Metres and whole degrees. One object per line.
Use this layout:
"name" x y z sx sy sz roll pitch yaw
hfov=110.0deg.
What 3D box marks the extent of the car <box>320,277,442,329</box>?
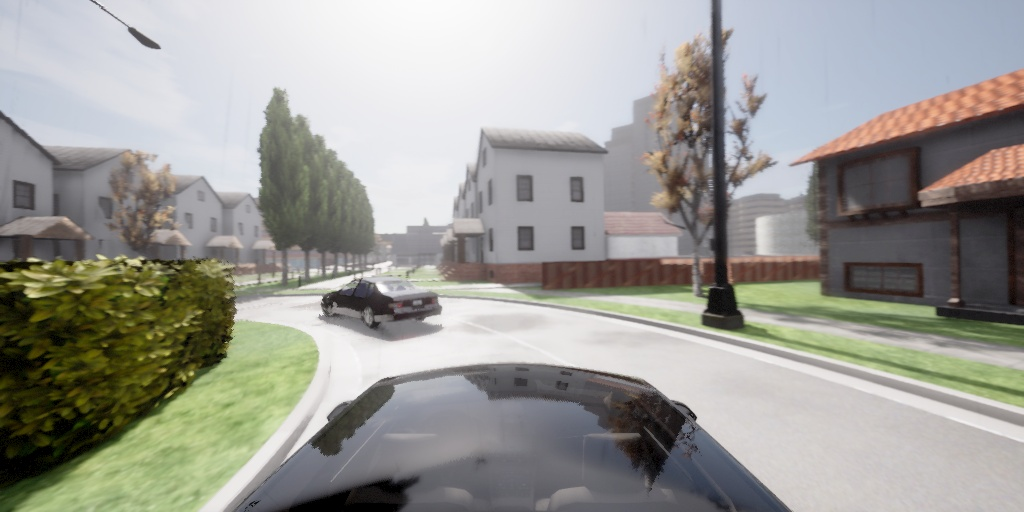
"car" -4.509 1.403 11.880 5.357 1.411 2.033 -1 0 43
